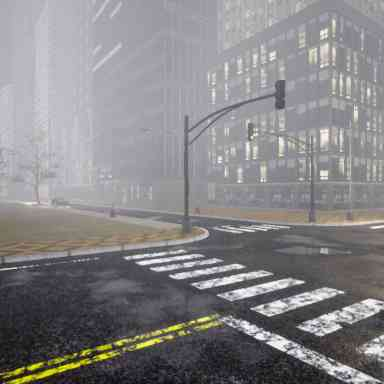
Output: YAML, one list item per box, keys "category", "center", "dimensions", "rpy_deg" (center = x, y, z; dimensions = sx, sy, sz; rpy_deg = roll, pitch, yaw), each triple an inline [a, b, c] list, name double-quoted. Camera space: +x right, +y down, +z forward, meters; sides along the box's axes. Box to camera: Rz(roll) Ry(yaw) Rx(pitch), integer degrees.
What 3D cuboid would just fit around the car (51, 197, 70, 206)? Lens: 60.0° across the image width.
- category: "car"
  center: [-21.594, 1.553, 54.301]
  dimensions: [2.033, 1.411, 5.357]
  rpy_deg: [0, 0, -35]
